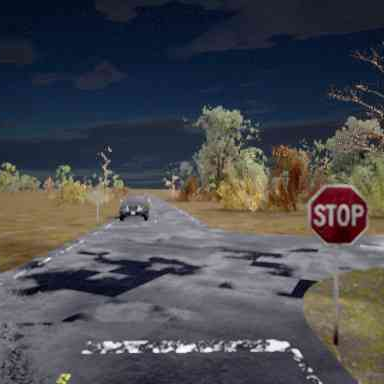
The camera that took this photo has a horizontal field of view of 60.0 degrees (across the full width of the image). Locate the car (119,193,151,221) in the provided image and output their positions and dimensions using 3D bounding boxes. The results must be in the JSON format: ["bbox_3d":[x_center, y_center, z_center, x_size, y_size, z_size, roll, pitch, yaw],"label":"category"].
[{"bbox_3d":[-4.625,1.200,27.273,2.150,2.045,5.566,0,0,-6],"label":"car"}]

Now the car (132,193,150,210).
[{"bbox_3d":[-6.516,1.187,42.596,2.150,2.045,5.566,0,0,-8],"label":"car"}]
